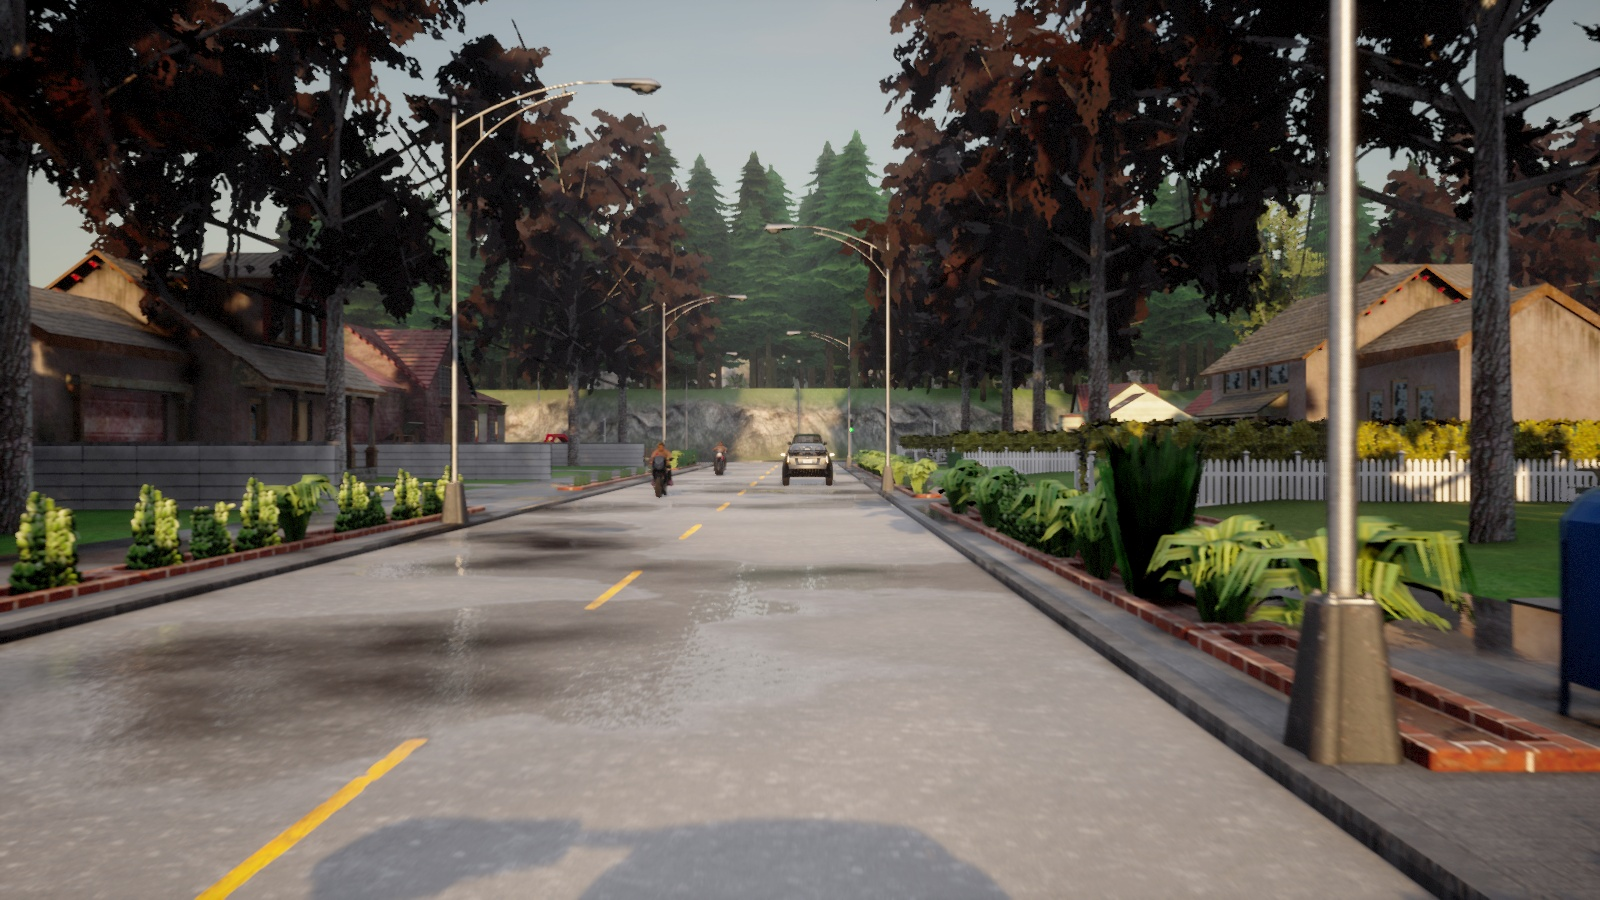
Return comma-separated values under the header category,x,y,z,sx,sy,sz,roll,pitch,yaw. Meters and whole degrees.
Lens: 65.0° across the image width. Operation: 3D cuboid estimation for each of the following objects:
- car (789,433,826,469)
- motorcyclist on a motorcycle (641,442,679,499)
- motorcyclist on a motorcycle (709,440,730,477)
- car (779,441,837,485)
category,x,y,z,sx,sy,sz,roll,pitch,yaw
car,0.444,0.041,75.332,2.150,2.045,5.566,0,0,0
motorcyclist on a motorcycle,-3.791,0.533,34.180,0.797,1.523,2.044,0,0,0
motorcyclist on a motorcycle,-3.660,0.372,57.191,0.766,1.649,2.350,0,0,0
car,0.275,0.436,45.686,2.007,1.525,4.514,0,0,0
